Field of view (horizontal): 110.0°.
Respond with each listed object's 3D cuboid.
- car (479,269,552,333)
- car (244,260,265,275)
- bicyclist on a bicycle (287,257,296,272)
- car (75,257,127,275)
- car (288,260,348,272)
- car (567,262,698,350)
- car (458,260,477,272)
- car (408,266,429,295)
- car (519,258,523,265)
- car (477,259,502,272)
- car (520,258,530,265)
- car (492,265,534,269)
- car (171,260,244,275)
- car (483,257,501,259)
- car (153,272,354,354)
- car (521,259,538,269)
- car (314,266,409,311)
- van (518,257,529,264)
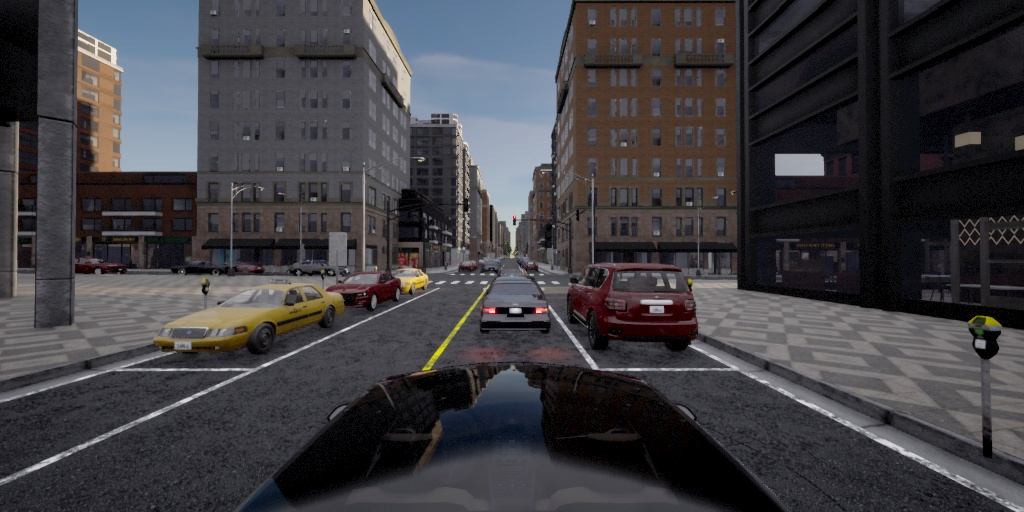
[{"bbox_3d":[0.067,1.299,10.717,2.033,1.411,5.357,0,0,0],"label":"car"},{"bbox_3d":[-26.385,1.112,34.602,4.181,1.385,1.994,1,-1,0],"label":"car"},{"bbox_3d":[-23.113,0.909,37.632,0.582,1.620,1.656,0,0,0],"label":"bicyclist on a bicycle"},{"bbox_3d":[-36.835,0.897,31.446,5.008,1.535,1.882,1,-1,0],"label":"car"},{"bbox_3d":[-16.843,1.092,31.371,4.902,1.511,2.128,1,-1,0],"label":"car"},{"bbox_3d":[2.649,1.066,8.986,2.192,1.841,5.009,0,0,0],"label":"car"},{"bbox_3d":[-5.985,1.306,47.239,1.888,1.381,4.507,0,0,0],"label":"car"},{"bbox_3d":[-5.908,1.279,20.050,1.751,1.417,4.829,0,0,0],"label":"car"},{"bbox_3d":[2.510,1.346,58.601,1.802,1.307,4.207,0,0,0],"label":"car"},{"bbox_3d":[-2.608,1.323,41.668,1.994,1.385,4.181,0,0,-10],"label":"car"},{"bbox_3d":[2.526,1.344,52.927,1.802,1.307,4.207,0,0,0],"label":"car"},{"bbox_3d":[0.018,1.355,20.444,1.895,1.301,4.718,0,0,0],"label":"car"},{"bbox_3d":[-26.740,1.112,31.403,4.718,1.301,1.895,1,-1,0],"label":"car"},{"bbox_3d":[-3.244,1.329,57.345,1.994,1.385,4.181,0,0,0],"label":"car"},{"bbox_3d":[-5.876,1.277,8.801,1.751,1.417,4.829,0,0,0],"label":"car"},{"bbox_3d":[2.542,1.343,47.254,1.802,1.307,4.207,0,0,0],"label":"car"},{"bbox_3d":[-5.893,1.298,14.595,1.888,1.381,4.507,0,0,0],"label":"car"},{"bbox_3d":[2.494,1.108,64.274,1.690,1.789,3.998,0,0,0],"label":"van"}]
